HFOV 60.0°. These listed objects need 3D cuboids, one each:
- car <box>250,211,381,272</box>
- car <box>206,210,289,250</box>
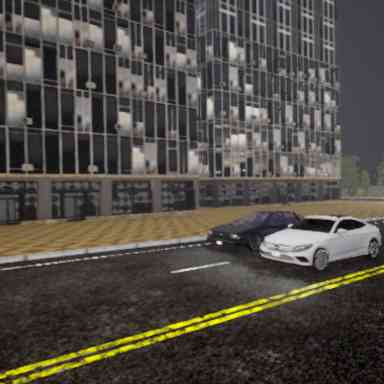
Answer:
[{"bbox_3d":[4.254,1.454,10.623,4.674,1.442,1.812,0,0,-35],"label":"car"},{"bbox_3d":[3.188,1.469,13.845,5.357,1.411,2.033,-1,0,-35],"label":"car"}]
